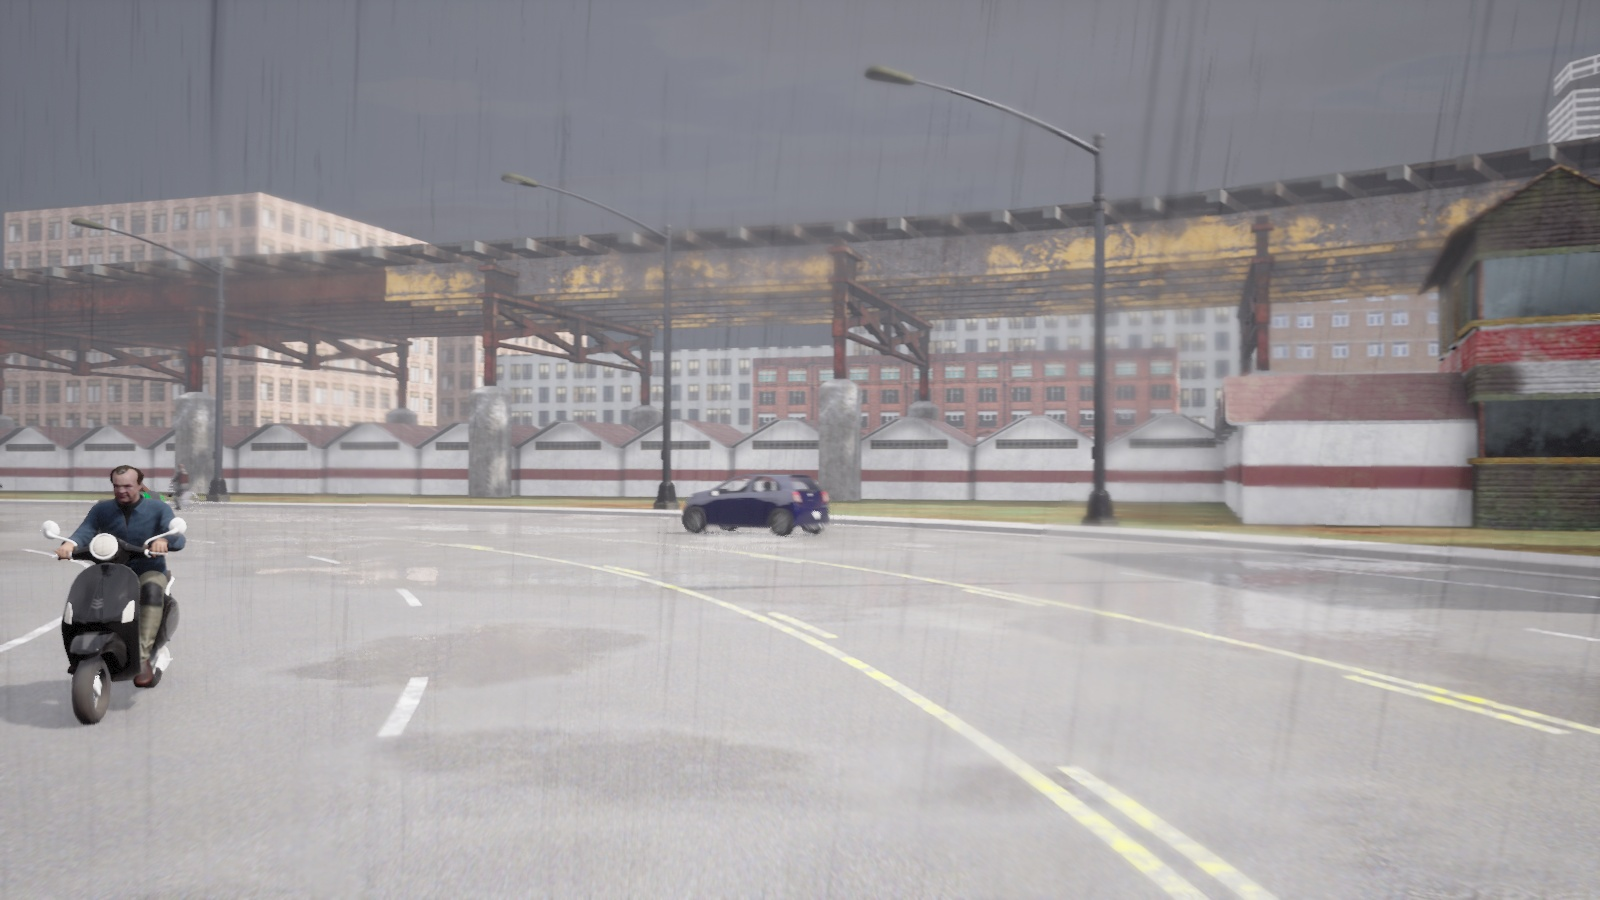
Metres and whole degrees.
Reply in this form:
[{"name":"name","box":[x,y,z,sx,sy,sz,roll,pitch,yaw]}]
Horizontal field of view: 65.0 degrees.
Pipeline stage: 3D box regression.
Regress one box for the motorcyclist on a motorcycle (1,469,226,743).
[{"name":"motorcyclist on a motorcycle","box":[-4.476,0.930,8.348,0.866,1.590,1.817,0,-1,-14]}]

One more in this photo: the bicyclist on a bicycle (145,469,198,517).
[{"name":"bicyclist on a bicycle","box":[-23.173,1.577,46.304,1.843,1.776,0.659,0,-1,18]}]

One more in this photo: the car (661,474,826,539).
[{"name":"car","box":[-1.394,1.354,30.877,3.633,1.501,1.845,-1,-2,31]}]

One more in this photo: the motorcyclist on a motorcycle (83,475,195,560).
[{"name":"motorcyclist on a motorcycle","box":[-12.579,1.260,23.888,2.044,1.523,0.797,-1,1,27]}]
